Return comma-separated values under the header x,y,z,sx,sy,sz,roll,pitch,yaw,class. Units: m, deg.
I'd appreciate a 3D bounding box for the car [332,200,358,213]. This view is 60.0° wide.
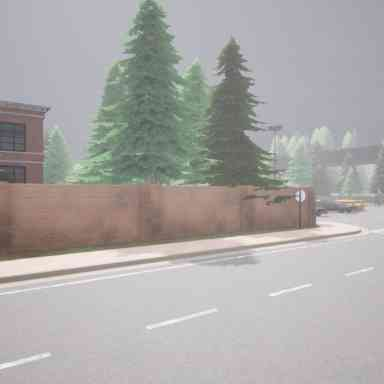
x,y,z,sx,sy,sz,roll,pitch,yaw,class
15.466,1.547,36.994,2.033,1.411,5.357,0,0,-35,car

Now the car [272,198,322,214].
x,y,z,sx,sy,sz,roll,pitch,yaw,class
11.433,1.491,36.625,2.128,1.511,4.902,0,0,-36,car

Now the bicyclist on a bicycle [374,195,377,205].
x,y,z,sx,sy,sz,roll,pitch,yaw,class
30.154,1.300,54.305,1.656,1.620,0.582,0,0,-35,bicyclist on a bicycle

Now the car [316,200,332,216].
x,y,z,sx,sy,sz,roll,pitch,yaw,class
10.302,1.547,32.148,2.033,1.411,5.357,0,0,-35,car
